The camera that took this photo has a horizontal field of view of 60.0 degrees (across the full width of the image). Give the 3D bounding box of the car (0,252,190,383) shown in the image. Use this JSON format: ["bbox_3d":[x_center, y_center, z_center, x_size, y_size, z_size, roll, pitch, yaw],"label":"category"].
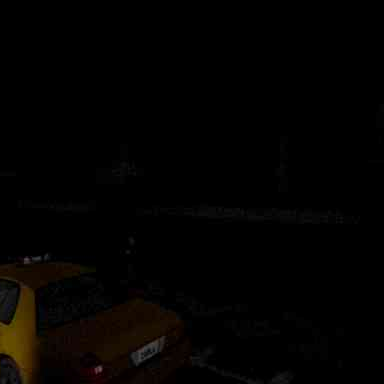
[{"bbox_3d":[-2.304,1.524,4.602,4.829,1.417,1.752,0,0,35],"label":"car"}]
